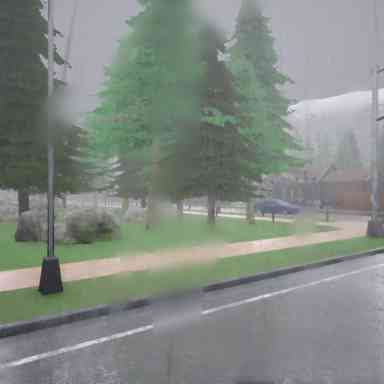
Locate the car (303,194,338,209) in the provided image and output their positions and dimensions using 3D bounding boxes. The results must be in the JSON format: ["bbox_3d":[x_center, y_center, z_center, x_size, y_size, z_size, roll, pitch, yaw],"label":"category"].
[{"bbox_3d":[16.682,1.160,42.408,4.605,1.855,1.932,0,0,-37],"label":"car"}]

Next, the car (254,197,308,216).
[{"bbox_3d":[8.239,1.463,32.108,1.882,1.535,5.008,0,0,-37],"label":"car"}]

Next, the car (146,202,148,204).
[{"bbox_3d":[-5.679,1.550,50.419,1.994,1.385,4.181,0,0,-38],"label":"car"}]

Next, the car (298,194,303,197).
[{"bbox_3d":[14.856,1.161,44.179,3.866,1.878,1.905,0,0,-37],"label":"car"}]
